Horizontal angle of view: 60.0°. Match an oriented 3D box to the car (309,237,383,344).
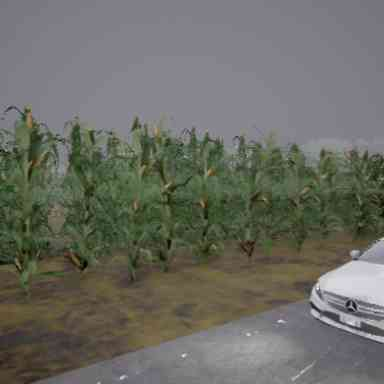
[{"bbox_3d":[4.097,1.517,5.985,4.674,1.442,1.812,0,0,-35],"label":"car"}]
